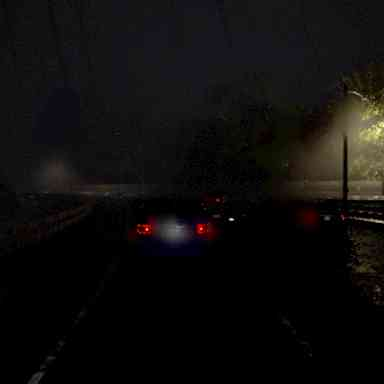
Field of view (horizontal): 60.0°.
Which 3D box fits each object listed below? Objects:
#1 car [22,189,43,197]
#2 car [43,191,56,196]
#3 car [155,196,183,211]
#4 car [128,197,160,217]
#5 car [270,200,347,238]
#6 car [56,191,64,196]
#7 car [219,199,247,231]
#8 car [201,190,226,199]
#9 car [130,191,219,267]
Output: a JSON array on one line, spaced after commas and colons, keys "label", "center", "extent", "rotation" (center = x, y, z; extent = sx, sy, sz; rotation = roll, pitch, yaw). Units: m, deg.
[{"label": "car", "center": [-40.002, 0.215, 82.278], "extent": [5.566, 2.045, 2.150], "rotation": [0, 1, 38]}, {"label": "car", "center": [-37.781, 0.480, 84.987], "extent": [4.902, 1.511, 2.128], "rotation": [0, 1, 38]}, {"label": "car", "center": [-2.475, 1.171, 34.579], "extent": [1.994, 1.385, 4.181], "rotation": [0, 1, -18]}, {"label": "car", "center": [-4.246, 1.225, 28.788], "extent": [2.033, 1.411, 5.357], "rotation": [0, 1, -16]}, {"label": "car", "center": [5.563, 1.156, 16.548], "extent": [2.097, 1.767, 4.553], "rotation": [0, 1, -8]}, {"label": "car", "center": [-35.571, 0.441, 87.720], "extent": [4.892, 1.490, 1.837], "rotation": [0, 1, 40]}, {"label": "car", "center": [1.628, 1.346, 18.862], "extent": [1.994, 1.385, 4.181], "rotation": [0, 1, -10]}, {"label": "car", "center": [1.591, 0.838, 33.529], "extent": [2.150, 2.045, 5.566], "rotation": [0, 1, -18]}, {"label": "car", "center": [-0.734, 1.095, 11.172], "extent": [2.150, 2.045, 5.566], "rotation": [0, 1, -6]}]
